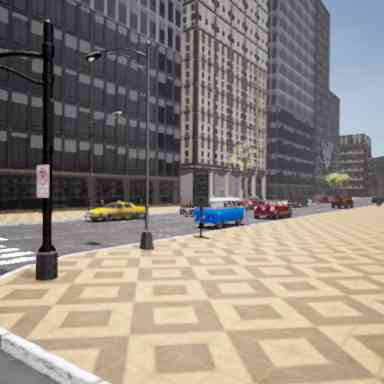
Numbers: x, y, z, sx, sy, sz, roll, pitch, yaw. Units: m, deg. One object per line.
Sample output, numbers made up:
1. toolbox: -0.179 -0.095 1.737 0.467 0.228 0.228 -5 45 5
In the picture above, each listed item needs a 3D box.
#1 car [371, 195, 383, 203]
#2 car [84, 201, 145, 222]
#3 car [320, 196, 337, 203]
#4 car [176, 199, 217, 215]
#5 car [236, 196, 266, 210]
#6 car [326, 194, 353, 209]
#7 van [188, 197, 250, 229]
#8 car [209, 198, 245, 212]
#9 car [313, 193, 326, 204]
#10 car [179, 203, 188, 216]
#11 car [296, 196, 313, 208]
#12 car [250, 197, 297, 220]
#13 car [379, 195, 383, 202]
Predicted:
1. car: 37.361 1.560 67.123 1.947 1.339 4.313 1 0 38
2. car: -5.603 1.344 24.599 1.752 1.417 4.829 1 0 38
3. car: 27.725 1.443 67.538 2.008 1.369 4.403 1 0 38
4. car: 0.517 1.411 32.312 1.802 1.307 4.206 1 0 38
5. car: 7.320 1.282 41.118 1.967 1.590 4.097 1 0 38
6. car: 20.359 1.263 45.107 2.192 1.841 5.009 1 0 38
7. van: 1.781 1.256 20.873 1.690 1.788 3.998 1 0 38
8. car: 3.918 1.380 36.716 1.887 1.381 4.507 1 0 38
9. car: 24.326 1.198 63.134 2.192 1.841 5.009 1 0 38
10. car: 1.164 1.347 29.113 2.128 1.511 4.902 1 0 38
11. car: 14.855 1.392 46.694 1.837 1.490 4.892 1 0 38
12. car: 6.754 1.361 27.494 1.967 1.590 4.097 1 0 38
13. car: 44.164 1.454 75.930 1.967 1.590 4.097 1 0 38
